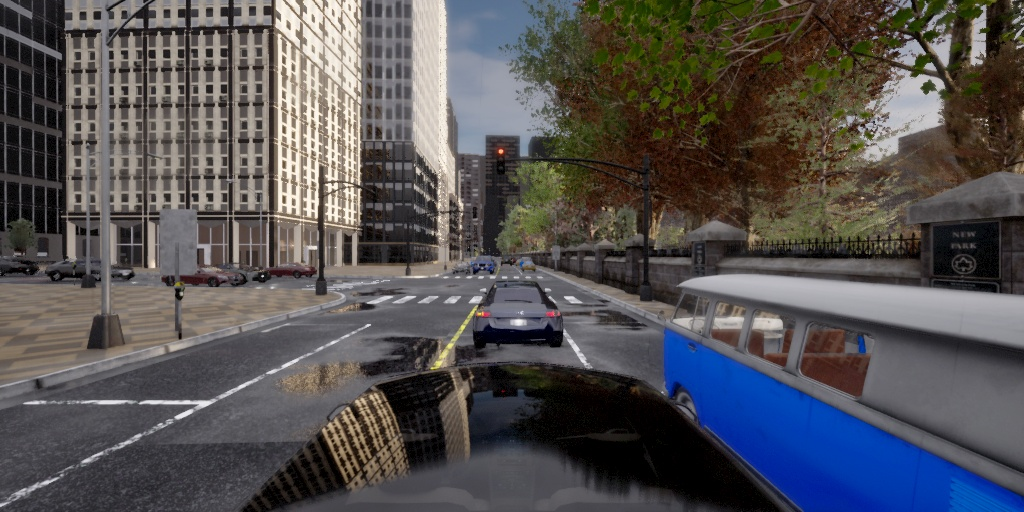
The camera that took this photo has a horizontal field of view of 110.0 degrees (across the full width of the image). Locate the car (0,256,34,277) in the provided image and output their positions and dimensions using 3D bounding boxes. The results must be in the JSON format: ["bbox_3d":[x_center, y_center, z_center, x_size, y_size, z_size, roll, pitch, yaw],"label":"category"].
[{"bbox_3d":[-39.753,0.813,27.735,4.892,1.490,1.837,1,0,2],"label":"car"}]

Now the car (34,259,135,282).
[{"bbox_3d":[-28.350,0.936,24.204,4.902,1.511,2.128,1,0,3],"label":"car"}]

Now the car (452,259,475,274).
[{"bbox_3d":[-5.631,1.288,40.341,2.007,1.370,4.403,0,0,-1],"label":"car"}]

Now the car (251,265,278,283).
[{"bbox_3d":[-18.277,1.123,23.574,4.181,1.385,1.994,1,0,4],"label":"car"}]

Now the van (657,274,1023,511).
[{"bbox_3d":[2.568,1.091,2.673,1.690,1.789,3.998,0,0,0],"label":"van"}]

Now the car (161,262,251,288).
[{"bbox_3d":[-18.151,1.149,21.026,4.207,1.307,1.802,0,0,4],"label":"car"}]

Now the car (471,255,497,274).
[{"bbox_3d":[-3.168,0.959,40.739,2.150,2.045,5.566,0,0,0],"label":"car"}]

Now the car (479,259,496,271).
[{"bbox_3d":[-3.375,1.223,50.689,2.128,1.511,4.902,0,0,-1],"label":"car"}]

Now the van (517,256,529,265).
[{"bbox_3d":[2.008,1.071,51.765,1.690,1.789,3.998,0,0,-1],"label":"van"}]

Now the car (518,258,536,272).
[{"bbox_3d":[2.131,1.260,46.392,1.751,1.417,4.829,0,0,-1],"label":"car"}]

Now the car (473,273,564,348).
[{"bbox_3d":[0.101,1.313,9.254,1.994,1.385,4.181,0,0,-1],"label":"car"}]

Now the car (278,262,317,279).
[{"bbox_3d":[-18.085,1.127,29.139,4.207,1.307,1.802,0,0,4],"label":"car"}]
